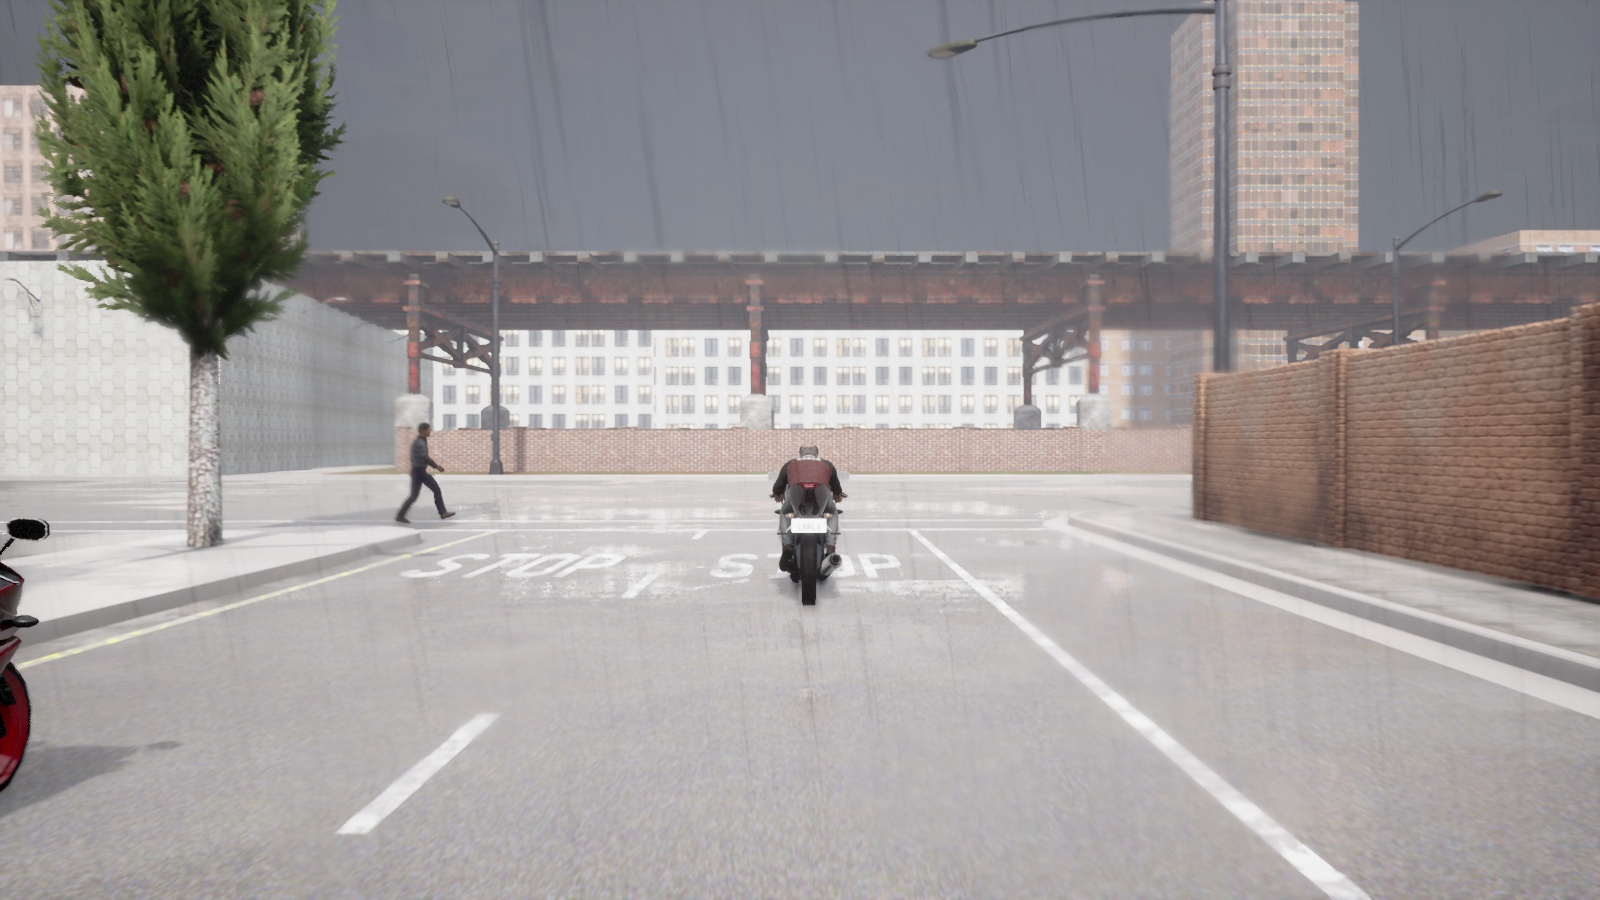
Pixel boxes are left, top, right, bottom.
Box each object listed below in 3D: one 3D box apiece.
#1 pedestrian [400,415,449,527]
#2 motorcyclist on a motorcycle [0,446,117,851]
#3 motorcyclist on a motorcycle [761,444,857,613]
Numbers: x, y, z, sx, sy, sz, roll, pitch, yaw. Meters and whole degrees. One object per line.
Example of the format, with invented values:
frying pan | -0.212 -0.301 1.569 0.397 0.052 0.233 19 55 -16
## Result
pedestrian | -6.602 0.362 22.087 0.788 1.949 0.423 0 0 -11
motorcyclist on a motorcycle | -3.459 0.754 4.455 0.866 1.530 2.191 0 0 0
motorcyclist on a motorcycle | 0.087 0.711 12.523 0.866 1.530 2.191 0 0 0
